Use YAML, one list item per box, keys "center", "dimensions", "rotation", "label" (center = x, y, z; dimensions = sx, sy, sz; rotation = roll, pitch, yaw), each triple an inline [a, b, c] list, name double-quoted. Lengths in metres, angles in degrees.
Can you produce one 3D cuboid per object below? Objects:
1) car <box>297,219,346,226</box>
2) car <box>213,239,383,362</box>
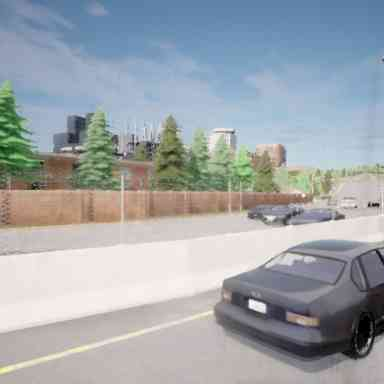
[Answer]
- center: [7.930, 1.713, 20.639]
  dimensions: [2.033, 1.411, 5.357]
  rotation: [0, -1, 43]
  label: "car"
- center: [2.829, 1.597, 6.072]
  dimensions: [5.357, 1.411, 2.033]
  rotation: [0, -1, -39]
  label: "car"
